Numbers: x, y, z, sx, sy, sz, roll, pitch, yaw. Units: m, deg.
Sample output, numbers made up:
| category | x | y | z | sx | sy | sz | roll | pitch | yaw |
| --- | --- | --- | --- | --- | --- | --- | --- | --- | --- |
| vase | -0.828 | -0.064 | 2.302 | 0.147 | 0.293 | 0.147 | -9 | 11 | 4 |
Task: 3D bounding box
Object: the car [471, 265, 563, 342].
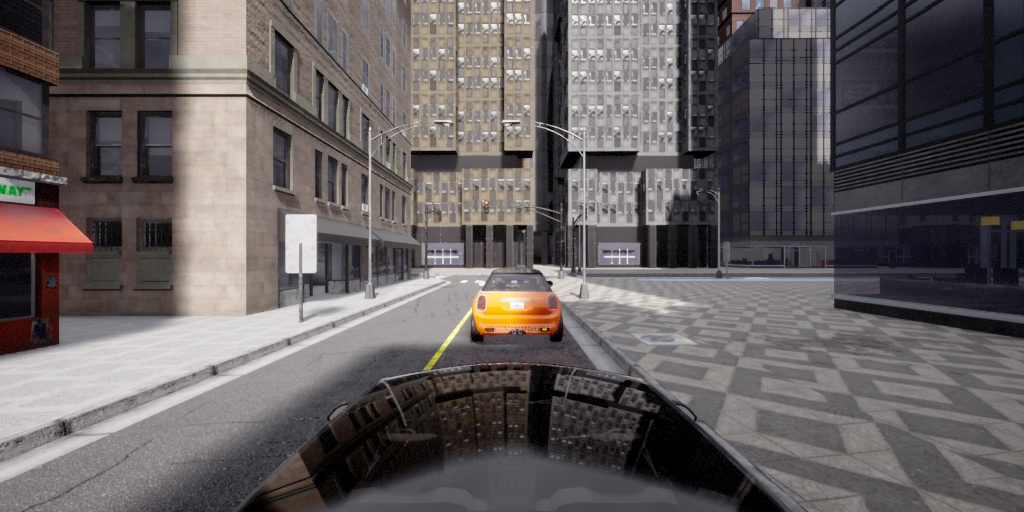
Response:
| category | x | y | z | sx | sy | sz | roll | pitch | yaw |
| --- | --- | --- | --- | --- | --- | --- | --- | --- | --- |
| car | 0.104 | 1.102 | 9.967 | 2.097 | 1.767 | 4.553 | 0 | 0 | 0 |
